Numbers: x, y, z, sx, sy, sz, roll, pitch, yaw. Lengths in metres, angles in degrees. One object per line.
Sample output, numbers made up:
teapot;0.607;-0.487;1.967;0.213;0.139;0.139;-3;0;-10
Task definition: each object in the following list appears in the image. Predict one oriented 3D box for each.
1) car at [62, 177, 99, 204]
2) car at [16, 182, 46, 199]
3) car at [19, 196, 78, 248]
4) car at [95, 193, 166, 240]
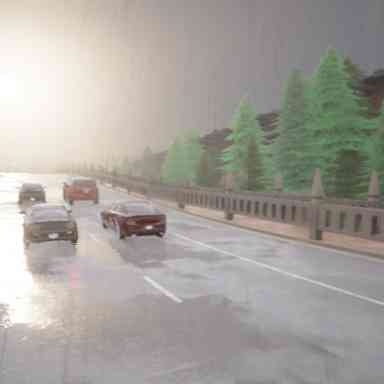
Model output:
car;-9.050;-0.206;26.899;2.150;2.045;5.566;0;6;-28
car;-12.584;0.008;26.110;1.837;1.490;4.892;0;6;-28
car;-5.763;1.186;13.321;1.812;1.442;4.674;0;4;-28
car;-2.840;1.098;15.283;1.882;1.535;5.008;0;4;-28
